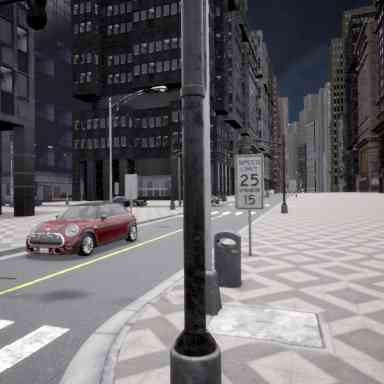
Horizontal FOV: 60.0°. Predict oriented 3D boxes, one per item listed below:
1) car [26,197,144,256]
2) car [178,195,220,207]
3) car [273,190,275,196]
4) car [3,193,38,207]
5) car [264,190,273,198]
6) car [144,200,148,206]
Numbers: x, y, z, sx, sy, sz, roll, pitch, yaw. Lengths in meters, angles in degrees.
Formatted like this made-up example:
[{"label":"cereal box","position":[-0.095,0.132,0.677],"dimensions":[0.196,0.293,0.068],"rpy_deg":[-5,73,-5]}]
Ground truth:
[{"label":"car","position":[-3.918,1.208,12.530],"dimensions":[2.097,1.767,4.553],"rpy_deg":[-1,1,19]},{"label":"car","position":[0.794,0.997,37.869],"dimensions":[4.892,1.490,1.837],"rpy_deg":[0,3,-17]},{"label":"car","position":[18.642,0.147,78.575],"dimensions":[1.812,1.442,4.674],"rpy_deg":[-1,0,19]},{"label":"car","position":[-20.947,1.191,41.183],"dimensions":[4.892,1.490,1.837],"rpy_deg":[0,0,19]},{"label":"car","position":[13.875,0.446,64.647],"dimensions":[2.128,1.511,4.902],"rpy_deg":[-1,1,19]},{"label":"car","position":[-7.281,1.154,36.496],"dimensions":[4.718,1.301,1.895],"rpy_deg":[-1,0,19]}]
